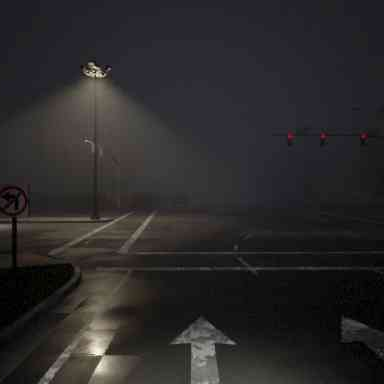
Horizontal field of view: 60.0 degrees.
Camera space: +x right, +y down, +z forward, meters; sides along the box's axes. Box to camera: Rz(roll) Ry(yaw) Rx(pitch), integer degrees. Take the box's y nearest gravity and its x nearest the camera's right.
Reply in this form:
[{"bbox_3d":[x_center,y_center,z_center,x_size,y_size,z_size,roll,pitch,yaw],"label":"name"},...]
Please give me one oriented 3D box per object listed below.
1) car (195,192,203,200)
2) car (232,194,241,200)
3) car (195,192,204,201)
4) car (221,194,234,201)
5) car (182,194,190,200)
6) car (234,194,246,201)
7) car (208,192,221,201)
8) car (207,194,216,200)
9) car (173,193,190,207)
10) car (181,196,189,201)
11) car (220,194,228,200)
[{"bbox_3d":[1.925,1.056,92.998,2.150,2.045,5.566,0,0,0],"label":"car"},{"bbox_3d":[12.425,1.330,92.914,1.837,1.490,4.892,0,0,0],"label":"car"},{"bbox_3d":[1.875,1.469,83.382,1.882,1.535,5.008,0,0,0],"label":"car"},{"bbox_3d":[8.881,1.348,84.532,2.097,1.767,4.553,0,0,0],"label":"car"},{"bbox_3d":[-1.575,1.356,92.986,2.128,1.511,4.902,0,0,0],"label":"car"},{"bbox_3d":[12.377,1.470,83.744,1.882,1.535,5.008,0,0,0],"label":"car"},{"bbox_3d":[5.377,1.347,83.750,2.097,1.767,4.553,0,0,0],"label":"car"},{"bbox_3d":[5.425,1.356,92.950,2.128,1.511,4.902,0,0,0],"label":"car"},{"bbox_3d":[-1.788,1.220,51.984,2.150,2.045,5.566,0,0,0],"label":"car"},{"bbox_3d":[-1.622,1.587,83.847,1.895,1.301,4.718,0,0,0],"label":"car"},{"bbox_3d":[8.925,1.383,92.932,1.994,1.385,4.181,0,0,0],"label":"car"}]
